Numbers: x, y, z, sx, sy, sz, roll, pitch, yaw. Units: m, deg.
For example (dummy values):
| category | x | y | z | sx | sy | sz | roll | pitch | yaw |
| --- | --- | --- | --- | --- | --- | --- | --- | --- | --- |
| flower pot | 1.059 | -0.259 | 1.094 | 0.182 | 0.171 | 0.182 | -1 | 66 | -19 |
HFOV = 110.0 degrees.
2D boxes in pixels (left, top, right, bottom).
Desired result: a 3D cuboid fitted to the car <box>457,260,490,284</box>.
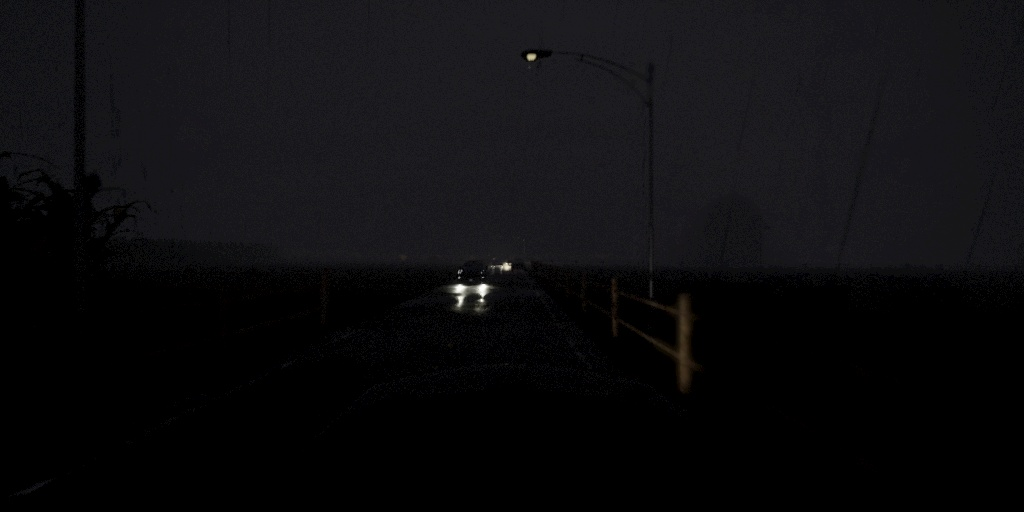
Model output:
| category | x | y | z | sx | sy | sz | roll | pitch | yaw |
| --- | --- | --- | --- | --- | --- | --- | --- | --- | --- |
| car | -2.853 | 1.086 | 27.072 | 2.097 | 1.767 | 4.553 | 0 | 0 | 0 |

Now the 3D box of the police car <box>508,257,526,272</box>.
| category | x | y | z | sx | sy | sz | roll | pitch | yaw |
| --- | --- | --- | --- | --- | --- | --- | --- | --- | --- |
| police car | 0.810 | 1.144 | 46.784 | 1.930 | 1.638 | 5.238 | 0 | 0 | 0 |
